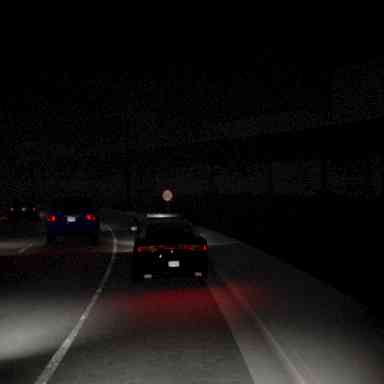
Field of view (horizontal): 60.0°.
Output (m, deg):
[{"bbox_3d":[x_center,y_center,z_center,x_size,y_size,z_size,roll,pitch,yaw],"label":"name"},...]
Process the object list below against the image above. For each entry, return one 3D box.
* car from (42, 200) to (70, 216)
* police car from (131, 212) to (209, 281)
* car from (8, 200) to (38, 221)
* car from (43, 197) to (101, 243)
[{"bbox_3d":[-14.062,1.592,34.243,1.812,1.442,4.674,-1,0,-33],"label":"car"},{"bbox_3d":[-0.809,1.422,10.081,1.930,1.638,5.238,0,0,-9],"label":"police car"},{"bbox_3d":[-14.236,1.429,28.007,2.097,1.767,4.553,-1,0,-28],"label":"car"},{"bbox_3d":[-5.749,1.240,16.455,2.150,2.045,5.566,0,0,-15],"label":"car"}]
